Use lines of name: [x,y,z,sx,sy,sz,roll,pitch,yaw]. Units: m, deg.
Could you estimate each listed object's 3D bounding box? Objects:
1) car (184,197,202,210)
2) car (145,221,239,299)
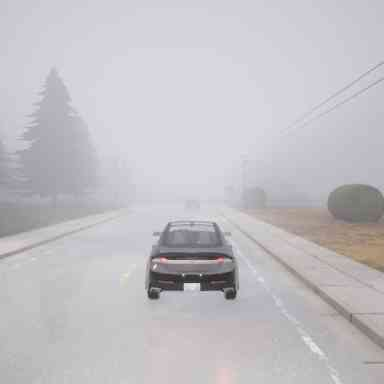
car: [0.070,1.352,40.861,1.837,1.490,4.892,0,1,0]
car: [0.002,1.466,8.348,2.128,1.511,4.902,0,0,0]
